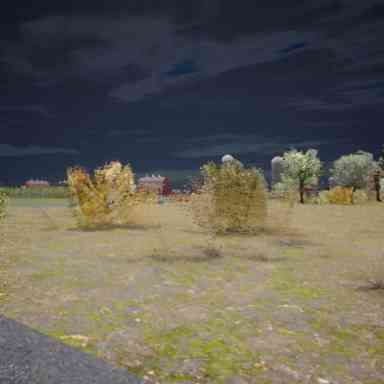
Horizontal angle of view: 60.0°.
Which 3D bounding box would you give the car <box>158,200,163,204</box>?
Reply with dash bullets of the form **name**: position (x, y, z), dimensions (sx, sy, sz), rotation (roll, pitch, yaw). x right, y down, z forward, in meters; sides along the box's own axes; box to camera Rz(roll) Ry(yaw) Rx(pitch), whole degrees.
- **car**: position (-7.572, 1.844, 67.801), dimensions (1.994, 1.385, 4.181), rotation (-1, -1, 36)
